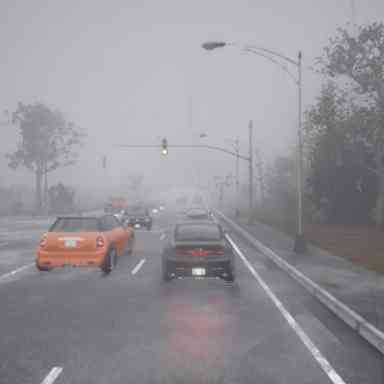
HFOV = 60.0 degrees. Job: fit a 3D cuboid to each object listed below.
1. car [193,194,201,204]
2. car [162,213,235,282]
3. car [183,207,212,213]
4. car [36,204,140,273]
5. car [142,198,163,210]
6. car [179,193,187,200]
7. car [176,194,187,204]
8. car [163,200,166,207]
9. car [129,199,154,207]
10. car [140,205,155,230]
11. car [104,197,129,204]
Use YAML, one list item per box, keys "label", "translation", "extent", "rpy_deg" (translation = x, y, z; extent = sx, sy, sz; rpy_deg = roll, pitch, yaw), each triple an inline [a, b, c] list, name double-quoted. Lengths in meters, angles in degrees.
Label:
- label: "car"
  translation: [1.102, 1.759, 72.667]
  extent: [2.033, 1.411, 5.357]
  rpy_deg: [0, 2, 1]
- label: "car"
  translation: [0.180, 1.604, 10.061]
  extent: [1.837, 1.490, 4.892]
  rpy_deg: [0, -1, 1]
- label: "car"
  translation: [0.345, 1.739, 21.964]
  extent: [1.812, 1.442, 4.674]
  rpy_deg: [0, 0, 1]
- label: "car"
  translation: [-3.305, 1.462, 11.246]
  extent: [2.097, 1.767, 4.553]
  rpy_deg: [0, -1, 1]
- label: "car"
  translation: [-6.321, 1.993, 53.151]
  extent: [1.882, 1.535, 5.008]
  rpy_deg: [0, -1, 1]
- label: "car"
  translation: [-2.219, 1.147, 83.149]
  extent: [1.812, 1.442, 4.674]
  rpy_deg: [0, 2, 1]
- label: "car"
  translation: [-2.398, 1.719, 72.725]
  extent: [1.837, 1.490, 4.892]
  rpy_deg: [0, 2, 1]
- label: "car"
  translation: [-6.074, 2.093, 63.487]
  extent: [1.994, 1.385, 4.181]
  rpy_deg: [0, 1, 3]
- label: "car"
  translation: [-6.504, 1.984, 43.299]
  extent: [1.994, 1.385, 4.181]
  rpy_deg: [0, -1, 1]
- label: "car"
  translation: [-3.919, 1.823, 22.849]
  extent: [1.895, 1.301, 4.718]
  rpy_deg: [0, -1, -13]
- label: "car"
  translation: [-9.993, 1.646, 43.797]
  extent: [2.150, 2.045, 5.566]
  rpy_deg: [0, -1, 1]
